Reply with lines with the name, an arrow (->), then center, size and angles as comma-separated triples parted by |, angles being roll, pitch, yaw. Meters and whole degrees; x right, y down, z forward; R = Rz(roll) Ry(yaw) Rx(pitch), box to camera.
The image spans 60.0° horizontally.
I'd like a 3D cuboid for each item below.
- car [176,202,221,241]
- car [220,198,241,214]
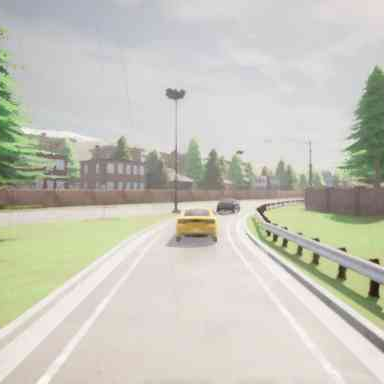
car -> 0.325, 1.459, 16.611 | 1.882, 1.535, 5.008 | 0, 0, 3
car -> 3.953, 1.462, 35.365 | 1.837, 1.490, 4.892 | 0, -1, 18
